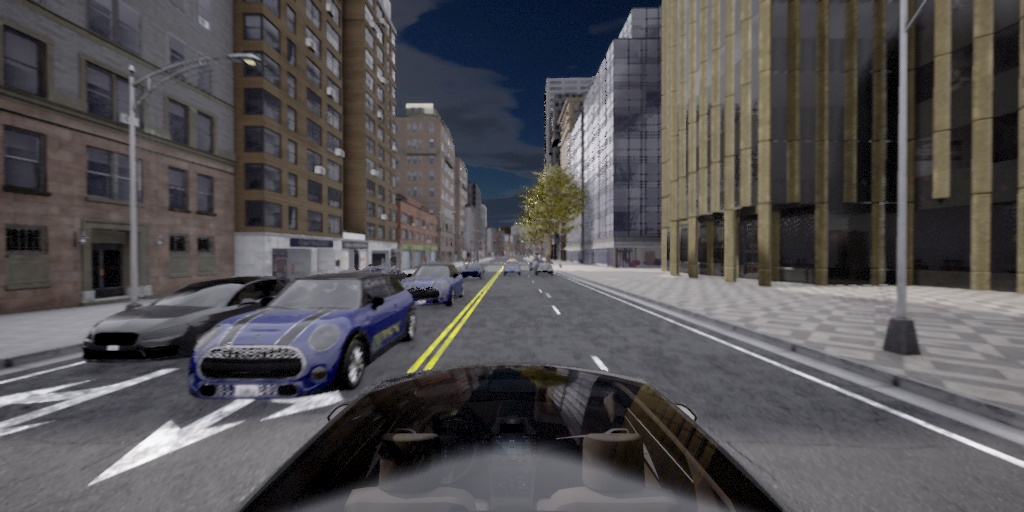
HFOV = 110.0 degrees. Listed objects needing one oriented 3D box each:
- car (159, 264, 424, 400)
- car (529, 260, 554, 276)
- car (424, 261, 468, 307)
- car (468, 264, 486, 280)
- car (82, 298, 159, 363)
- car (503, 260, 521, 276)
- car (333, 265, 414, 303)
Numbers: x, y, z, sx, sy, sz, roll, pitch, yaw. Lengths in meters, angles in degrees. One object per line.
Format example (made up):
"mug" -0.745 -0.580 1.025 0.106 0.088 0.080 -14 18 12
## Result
"car" -3.345 1.111 6.776 2.097 1.767 4.553 0 0 0
"car" 3.272 1.295 37.790 2.033 1.411 5.357 0 0 0
"car" -3.340 1.114 15.538 2.097 1.767 4.553 0 0 0
"car" -3.320 1.363 30.723 1.895 1.301 4.718 0 0 0
"car" -6.591 1.271 8.355 1.837 1.490 4.892 0 0 0
"car" 0.022 1.301 37.792 2.033 1.411 5.357 0 0 0
"car" -6.587 1.260 17.777 2.128 1.511 4.902 0 0 0
